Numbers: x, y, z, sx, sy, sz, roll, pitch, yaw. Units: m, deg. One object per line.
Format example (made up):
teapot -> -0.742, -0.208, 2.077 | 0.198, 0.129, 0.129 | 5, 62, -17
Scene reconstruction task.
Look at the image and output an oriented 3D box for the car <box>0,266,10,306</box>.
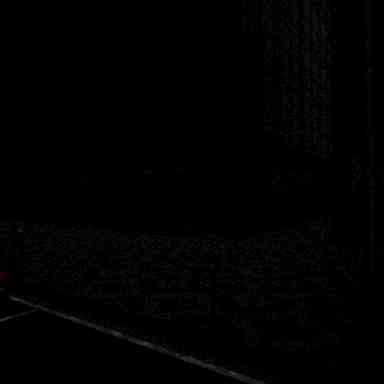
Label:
car -> -5.321, 1.664, 6.758 | 4.206, 1.307, 1.802 | -1, 0, 36
